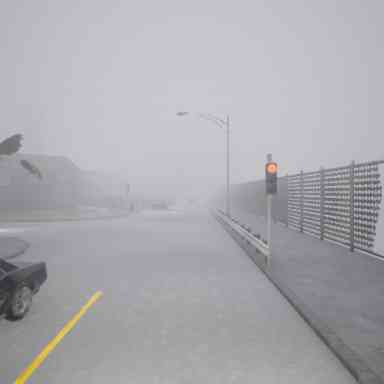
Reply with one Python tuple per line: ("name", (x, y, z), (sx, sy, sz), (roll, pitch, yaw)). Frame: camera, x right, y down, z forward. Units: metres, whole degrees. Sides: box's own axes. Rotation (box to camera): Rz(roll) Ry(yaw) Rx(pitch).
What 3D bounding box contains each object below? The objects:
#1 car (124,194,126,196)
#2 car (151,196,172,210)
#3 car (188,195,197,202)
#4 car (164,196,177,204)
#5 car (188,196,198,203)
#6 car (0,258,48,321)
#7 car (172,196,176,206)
("car", (-17.212, 1.134, 78.245), (3.633, 1.501, 1.845), (0, 0, 0))
("car", (-4.062, 1.478, 42.801), (1.882, 1.535, 5.008), (0, 0, 0))
("car", (0.066, 1.540, 78.648), (2.033, 1.411, 5.357), (0, 0, 0))
("car", (-4.005, 1.547, 62.975), (2.033, 1.411, 5.357), (0, 0, 0))
("car", (0.161, 1.547, 68.020), (2.033, 1.411, 5.357), (0, 0, -1))
("car", (-3.944, 1.601, 4.555), (1.895, 1.301, 4.718), (0, 0, 2))
("car", (-4.047, 1.505, 52.519), (1.837, 1.490, 4.892), (0, 0, 0))
